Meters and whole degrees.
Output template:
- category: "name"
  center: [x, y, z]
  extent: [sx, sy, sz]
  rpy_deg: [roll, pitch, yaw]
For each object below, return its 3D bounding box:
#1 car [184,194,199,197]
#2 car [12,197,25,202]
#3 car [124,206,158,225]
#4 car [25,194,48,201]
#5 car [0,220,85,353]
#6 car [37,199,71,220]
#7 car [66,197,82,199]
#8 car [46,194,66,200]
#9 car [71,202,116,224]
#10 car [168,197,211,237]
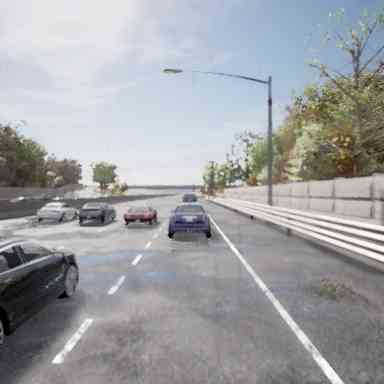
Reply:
- category: "car"
  center: [-0.329, 1.249, 48.881]
  extent: [2.150, 2.045, 5.566]
  rpy_deg: [0, 0, 0]
- category: "car"
  center: [-31.913, 1.665, 62.263]
  extent: [2.128, 1.511, 4.902]
  rpy_deg: [0, 0, 0]
- category: "car"
  center: [-3.564, 1.615, 23.963]
  extent: [1.895, 1.301, 4.718]
  rpy_deg: [0, 0, 0]
- category: "car"
  center: [-28.415, 1.354, 62.297]
  extent: [2.150, 2.045, 5.566]
  rpy_deg: [0, 0, 0]
- category: "car"
  center: [-3.448, 1.501, 5.585]
  extent: [2.128, 1.511, 4.902]
  rpy_deg: [0, 0, 0]
- category: "car"
  center: [-10.584, 1.560, 26.381]
  extent: [1.812, 1.442, 4.674]
  rpy_deg: [0, 0, 0]
- category: "car"
  center: [-21.427, 1.672, 62.389]
  extent: [1.994, 1.385, 4.181]
  rpy_deg: [0, 0, 0]
- category: "car"
  center: [-24.917, 1.640, 62.446]
  extent: [2.128, 1.511, 4.902]
  rpy_deg: [0, 0, 0]
- category: "car"
  center: [-7.073, 1.516, 25.195]
  extent: [2.128, 1.511, 4.902]
  rpy_deg: [0, 0, 0]
- category: "car"
  center: [-0.129, 1.355, 18.125]
  extent: [2.097, 1.767, 4.553]
  rpy_deg: [0, 0, 0]
